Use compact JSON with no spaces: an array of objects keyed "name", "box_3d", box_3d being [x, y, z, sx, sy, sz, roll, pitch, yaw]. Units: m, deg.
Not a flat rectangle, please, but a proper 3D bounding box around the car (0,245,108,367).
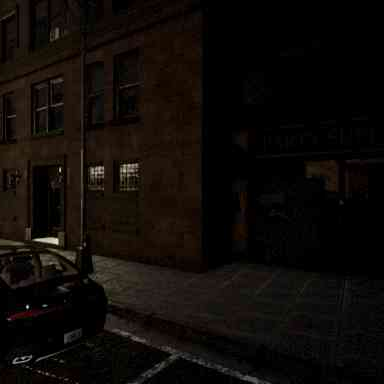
[{"name":"car","box_3d":[-3.248,1.551,5.410,4.403,1.369,2.008,0,0,36]}]
